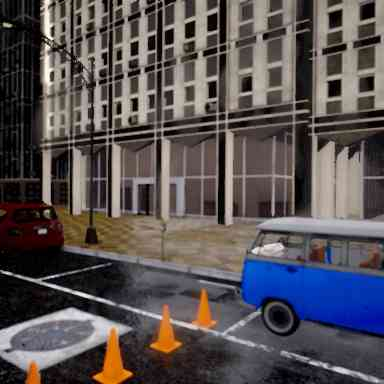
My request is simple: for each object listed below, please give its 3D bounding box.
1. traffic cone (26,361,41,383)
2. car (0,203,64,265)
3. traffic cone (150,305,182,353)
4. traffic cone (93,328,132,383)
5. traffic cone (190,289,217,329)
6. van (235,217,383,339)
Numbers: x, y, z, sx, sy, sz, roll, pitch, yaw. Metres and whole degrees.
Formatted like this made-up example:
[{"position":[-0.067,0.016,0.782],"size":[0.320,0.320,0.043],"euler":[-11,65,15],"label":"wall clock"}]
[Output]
[{"position":[-1.548,1.954,3.239],"size":[0.340,0.580,0.340],"euler":[0,0,36],"label":"traffic cone"},{"position":[-6.574,1.308,11.710],"size":[5.009,1.841,2.192],"euler":[0,1,36],"label":"car"},{"position":[-0.383,1.955,4.865],"size":[0.340,0.580,0.340],"euler":[0,0,36],"label":"traffic cone"},{"position":[-0.965,1.954,4.052],"size":[0.340,0.580,0.340],"euler":[0,0,36],"label":"traffic cone"},{"position":[0.200,1.955,5.677],"size":[0.340,0.580,0.340],"euler":[0,0,36],"label":"traffic cone"},{"position":[2.664,1.343,5.087],"size":[3.998,1.788,1.690],"euler":[0,1,36],"label":"van"}]
